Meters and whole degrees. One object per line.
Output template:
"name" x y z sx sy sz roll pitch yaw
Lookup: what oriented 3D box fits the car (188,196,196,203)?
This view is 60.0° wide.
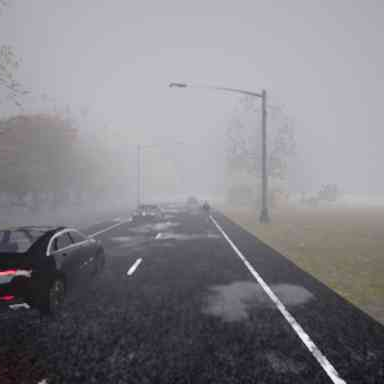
"car" 0.003 1.694 74.482 1.837 1.490 4.892 0 0 0

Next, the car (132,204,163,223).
"car" -3.401 1.614 26.030 2.033 1.411 5.357 0 0 0

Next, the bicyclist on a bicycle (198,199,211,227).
"bicyclist on a bicycle" 0.967 1.428 22.615 0.659 1.776 1.843 0 0 0

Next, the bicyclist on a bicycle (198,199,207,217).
"bicyclist on a bicycle" 0.984 1.518 31.784 0.866 1.612 1.509 0 0 0

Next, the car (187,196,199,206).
"car" 0.088 1.626 57.331 1.882 1.535 5.008 0 0 0

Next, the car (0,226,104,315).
"car" -3.401 1.511 7.552 2.128 1.511 4.902 0 0 0
